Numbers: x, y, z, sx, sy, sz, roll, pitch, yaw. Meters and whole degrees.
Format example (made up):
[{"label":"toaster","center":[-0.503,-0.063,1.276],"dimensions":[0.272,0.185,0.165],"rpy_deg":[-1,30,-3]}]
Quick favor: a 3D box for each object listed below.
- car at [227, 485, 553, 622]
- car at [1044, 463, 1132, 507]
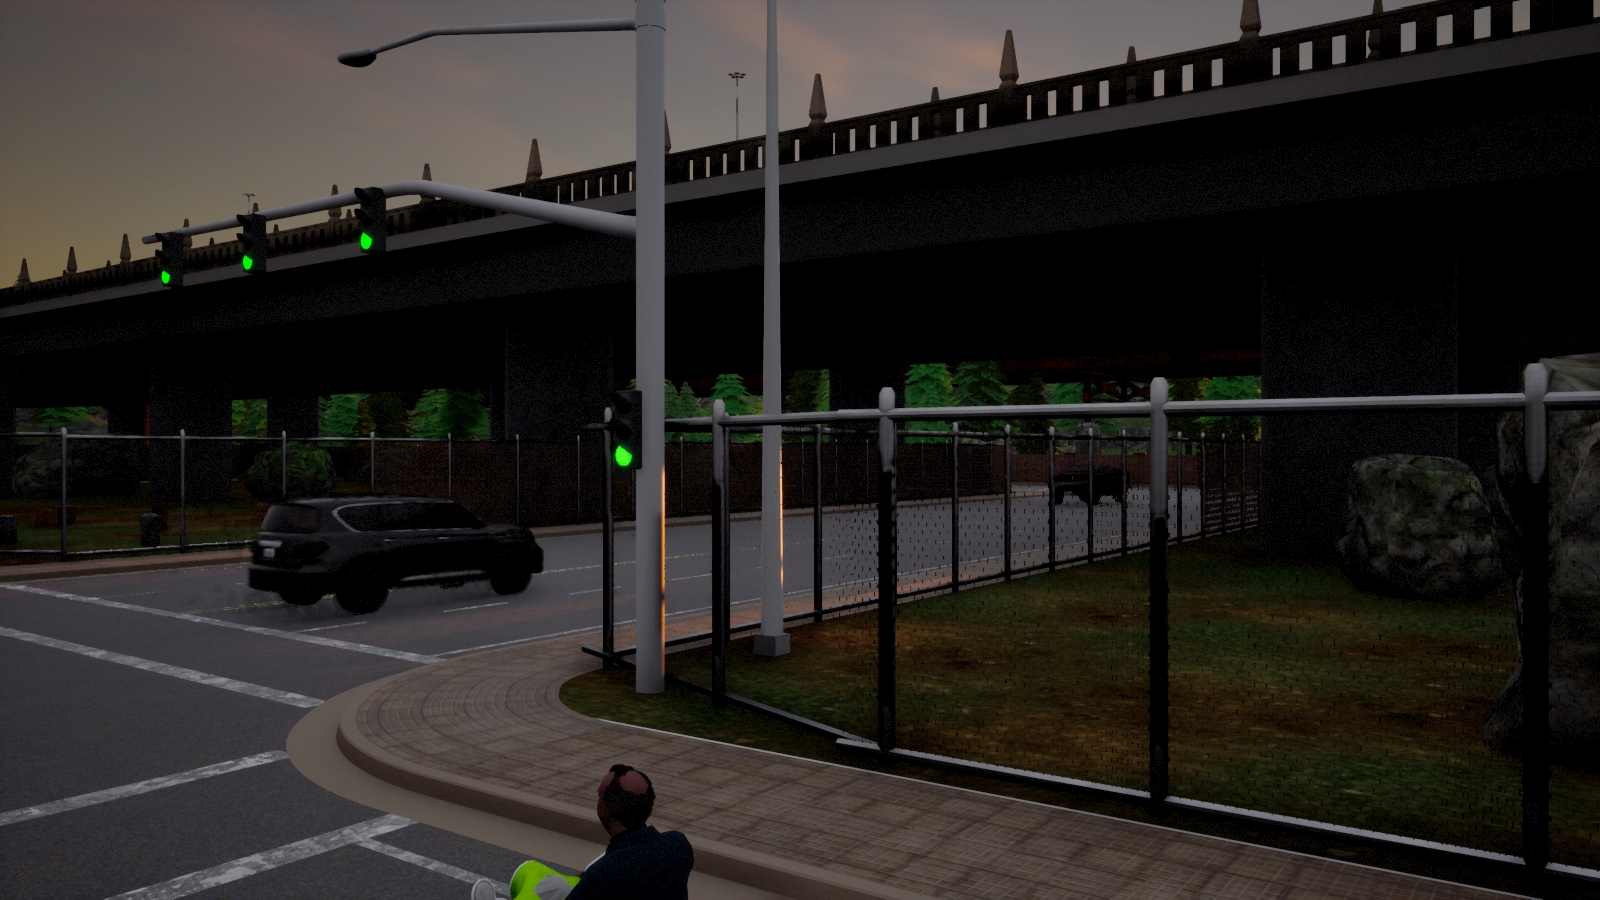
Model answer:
[{"label":"car","center":[-7.498,1.781,21.561],"dimensions":[2.150,2.045,5.566],"rpy_deg":[0,0,35]},{"label":"car","center":[15.154,1.753,59.764],"dimensions":[2.390,2.098,6.274],"rpy_deg":[0,0,35]}]
